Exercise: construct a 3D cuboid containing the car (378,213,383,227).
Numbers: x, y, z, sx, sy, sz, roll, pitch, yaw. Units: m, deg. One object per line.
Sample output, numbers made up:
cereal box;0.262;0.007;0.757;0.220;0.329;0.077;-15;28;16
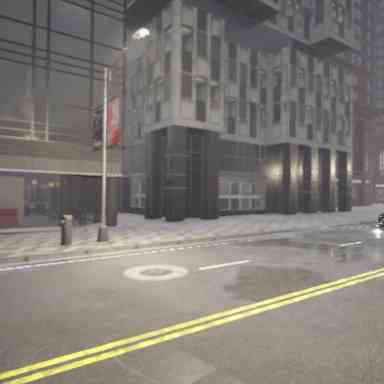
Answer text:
car;13.965;1.532;21.622;4.892;1.490;1.837;0;0;-35
